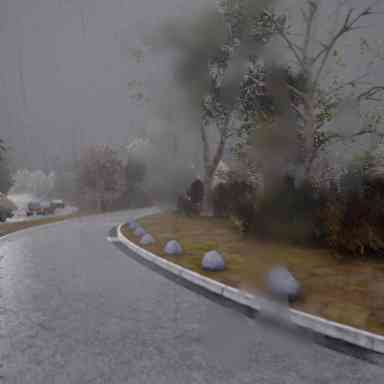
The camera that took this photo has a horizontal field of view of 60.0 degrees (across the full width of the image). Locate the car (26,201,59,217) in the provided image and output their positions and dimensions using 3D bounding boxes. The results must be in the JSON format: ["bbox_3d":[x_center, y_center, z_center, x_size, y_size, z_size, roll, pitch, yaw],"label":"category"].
[{"bbox_3d":[-16.340,1.937,36.138,1.895,1.301,4.718,0,-1,-8],"label":"car"}]

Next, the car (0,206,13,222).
[{"bbox_3d":[-16.246,1.746,25.907,2.033,1.411,5.357,0,-1,4],"label":"car"}]

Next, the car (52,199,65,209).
[{"bbox_3d":[-21.155,1.890,52.380,1.882,1.535,5.008,0,0,-26],"label":"car"}]

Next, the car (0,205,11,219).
[{"bbox_3d":[-19.162,1.879,31.129,1.895,1.301,4.718,0,-1,0],"label":"car"}]
